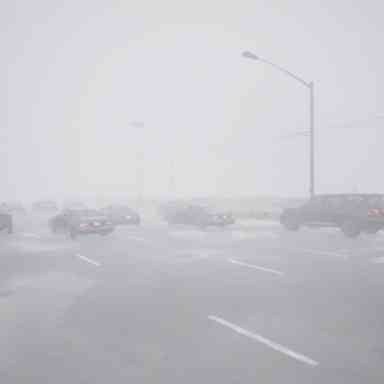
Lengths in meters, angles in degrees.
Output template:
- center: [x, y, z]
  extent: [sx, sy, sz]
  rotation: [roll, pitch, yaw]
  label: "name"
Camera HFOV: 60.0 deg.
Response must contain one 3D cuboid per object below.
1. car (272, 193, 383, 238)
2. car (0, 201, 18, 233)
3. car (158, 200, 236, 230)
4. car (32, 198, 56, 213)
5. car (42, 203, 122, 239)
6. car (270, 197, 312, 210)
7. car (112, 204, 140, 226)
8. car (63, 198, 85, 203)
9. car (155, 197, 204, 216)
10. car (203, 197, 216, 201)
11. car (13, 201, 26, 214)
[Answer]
- center: [7.218, 1.091, 17.276]
  extent: [2.150, 2.045, 5.566]
  rotation: [-1, 0, -37]
  label: "car"
- center: [-11.397, 1.466, 18.666]
  extent: [1.882, 1.535, 5.008]
  rotation: [-1, 0, -37]
  label: "car"
- center: [0.310, 1.452, 20.603]
  extent: [2.033, 1.411, 5.357]
  rotation: [-1, 0, -37]
  label: "car"
- center: [-16.292, 1.433, 36.719]
  extent: [2.128, 1.511, 4.902]
  rotation: [-1, 0, -37]
  label: "car"
- center: [-5.840, 1.507, 17.131]
  extent: [2.033, 1.411, 5.357]
  rotation: [-1, 0, -37]
  label: "car"
- center: [11.374, 1.319, 38.249]
  extent: [4.181, 1.385, 1.994]
  rotation: [0, 0, -6]
  label: "car"
- center: [-5.101, 1.497, 21.951]
  extent: [1.994, 1.385, 4.181]
  rotation: [-1, 0, -37]
  label: "car"
- center: [-14.205, 1.440, 39.738]
  extent: [1.812, 1.442, 4.674]
  rotation: [-1, 0, -37]
  label: "car"
- center: [-1.418, 1.385, 28.676]
  extent: [1.837, 1.490, 4.892]
  rotation: [-1, 0, -37]
  label: "car"
- center: [0.397, 1.329, 38.699]
  extent: [4.892, 1.490, 1.837]
  rotation: [0, 0, 10]
  label: "car"
- center: [-18.212, 1.569, 33.458]
  extent: [1.895, 1.301, 4.718]
  rotation: [-1, 0, -37]
  label: "car"
